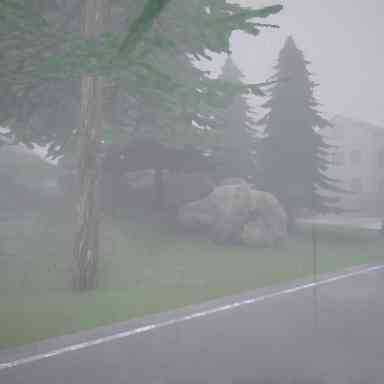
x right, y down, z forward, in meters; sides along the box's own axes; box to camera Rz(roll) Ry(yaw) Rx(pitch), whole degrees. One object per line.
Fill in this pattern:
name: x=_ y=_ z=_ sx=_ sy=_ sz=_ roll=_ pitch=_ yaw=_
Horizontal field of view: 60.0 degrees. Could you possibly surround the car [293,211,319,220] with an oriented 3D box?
car: x=8.040 y=1.533 z=28.405 sx=2.033 sy=1.411 sz=5.357 roll=0 pitch=0 yaw=-35
